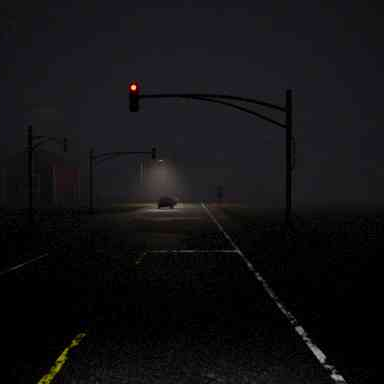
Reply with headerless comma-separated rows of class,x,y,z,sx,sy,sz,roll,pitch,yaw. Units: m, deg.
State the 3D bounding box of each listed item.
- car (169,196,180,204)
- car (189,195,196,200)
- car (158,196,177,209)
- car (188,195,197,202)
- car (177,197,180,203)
car,-3.433,1.536,64.992,1.895,1.301,4.718,0,0,1
car,0.147,1.440,86.669,1.994,1.385,4.181,0,0,0
car,-3.513,1.443,45.201,1.882,1.535,5.008,0,0,0
car,0.131,1.388,76.982,1.882,1.535,5.008,0,0,0
car,-3.487,1.477,55.064,1.812,1.442,4.674,0,0,1
